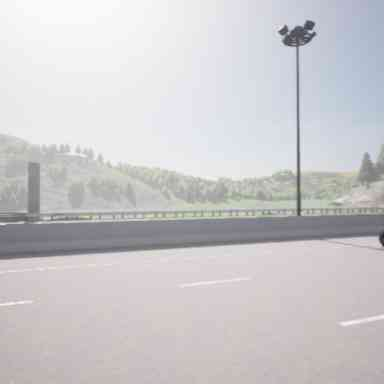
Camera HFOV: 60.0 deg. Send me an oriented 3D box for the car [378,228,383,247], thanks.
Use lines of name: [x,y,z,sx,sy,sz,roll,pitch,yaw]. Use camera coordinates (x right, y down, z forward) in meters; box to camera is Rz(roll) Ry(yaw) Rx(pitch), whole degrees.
car: [10.294,1.769,14.531,4.181,1.385,1.994,0,-1,-21]
